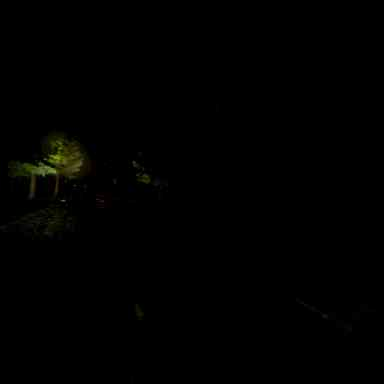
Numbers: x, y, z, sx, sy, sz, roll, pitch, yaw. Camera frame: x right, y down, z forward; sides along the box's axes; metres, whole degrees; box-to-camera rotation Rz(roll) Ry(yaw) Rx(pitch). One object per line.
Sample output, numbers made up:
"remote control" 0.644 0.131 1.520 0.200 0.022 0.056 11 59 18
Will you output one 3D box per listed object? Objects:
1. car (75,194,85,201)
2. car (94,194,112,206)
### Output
"car" -22.732 1.046 67.525 1.812 1.442 4.674 3 -1 -18
"car" -12.840 1.188 48.747 1.837 1.490 4.892 3 -1 -18
